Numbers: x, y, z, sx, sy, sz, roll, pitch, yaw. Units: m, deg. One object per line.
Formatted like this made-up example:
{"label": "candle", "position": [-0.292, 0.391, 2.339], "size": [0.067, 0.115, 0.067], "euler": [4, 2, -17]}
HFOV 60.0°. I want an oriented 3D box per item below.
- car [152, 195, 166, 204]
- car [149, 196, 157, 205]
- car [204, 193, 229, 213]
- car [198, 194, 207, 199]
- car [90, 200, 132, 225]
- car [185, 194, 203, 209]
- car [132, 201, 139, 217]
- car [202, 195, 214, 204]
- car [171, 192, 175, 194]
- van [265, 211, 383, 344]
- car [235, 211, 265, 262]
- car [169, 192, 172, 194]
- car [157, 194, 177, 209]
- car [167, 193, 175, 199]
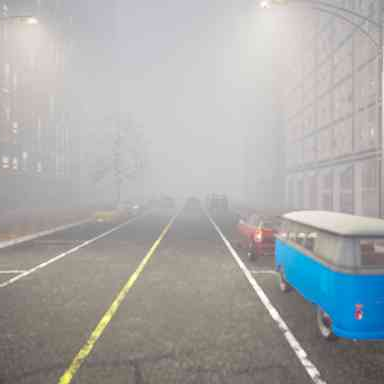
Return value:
{"label": "car", "position": [-5.688, 1.287, 57.396], "size": [1.947, 1.339, 4.313], "euler": [0, 0, 0]}
{"label": "car", "position": [-5.687, 1.302, 51.703], "size": [2.008, 1.369, 4.403], "euler": [0, 0, 0]}
{"label": "car", "position": [2.694, 1.154, 34.614], "size": [2.192, 1.841, 5.009], "euler": [0, 0, 0]}
{"label": "car", "position": [2.693, 1.127, 85.844], "size": [1.947, 1.339, 4.313], "euler": [0, 0, 0]}
{"label": "car", "position": [-5.688, 1.420, 23.071], "size": [1.752, 1.417, 4.829], "euler": [0, 0, 0]}
{"label": "car", "position": [0.100, 1.282, 41.403], "size": [1.882, 1.535, 5.008], "euler": [0, 0, 0]}
{"label": "car", "position": [-5.688, 1.417, 28.934], "size": [2.008, 1.369, 4.403], "euler": [0, 0, 0]}
{"label": "car", "position": [2.693, 1.246, 57.552], "size": [1.752, 1.417, 4.829], "euler": [0, 0, 0]}
{"label": "car", "position": [-5.688, 1.144, 80.164], "size": [2.008, 1.369, 4.403], "euler": [0, 0, 0]}
{"label": "van", "position": [2.694, 1.314, 6.154], "size": [1.690, 1.788, 3.998], "euler": [0, 0, 0]}
{"label": "car", "position": [2.694, 1.388, 11.846], "size": [1.967, 1.590, 4.097], "euler": [0, 0, 0]}
{"label": "car", "position": [-5.687, 1.240, 68.779], "size": [1.802, 1.307, 4.206], "euler": [0, 0, 0]}
{"label": "car", "position": [-3.090, 1.323, 42.826], "size": [1.812, 1.442, 4.674], "euler": [0, 0, 0]}
{"label": "car", "position": [-5.688, 1.072, 91.548], "size": [1.887, 1.381, 4.507], "euler": [0, 0, 0]}
